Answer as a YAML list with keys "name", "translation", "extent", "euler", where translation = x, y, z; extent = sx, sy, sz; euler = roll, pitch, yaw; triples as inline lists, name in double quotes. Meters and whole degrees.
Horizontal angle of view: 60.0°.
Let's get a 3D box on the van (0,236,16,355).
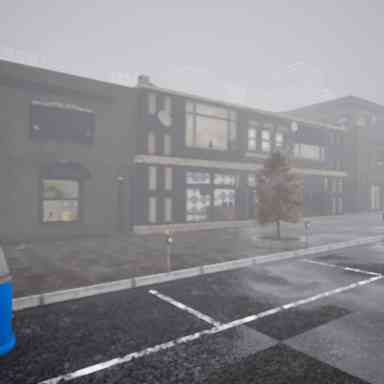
- name: "van"
  translation: [-4.103, 1.351, 3.574]
  extent: [3.998, 1.788, 1.690]
  euler: [-1, 1, -35]
